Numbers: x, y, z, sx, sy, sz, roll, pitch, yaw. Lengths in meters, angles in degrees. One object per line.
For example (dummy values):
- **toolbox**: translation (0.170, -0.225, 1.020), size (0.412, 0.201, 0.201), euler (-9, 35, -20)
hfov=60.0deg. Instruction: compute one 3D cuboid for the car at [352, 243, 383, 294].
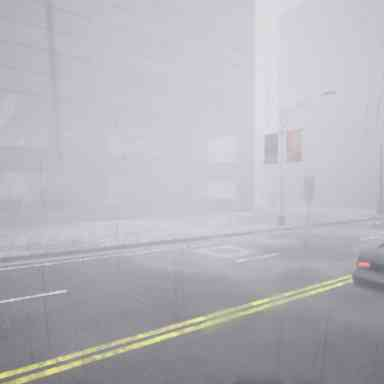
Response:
- **car**: translation (5.789, 1.487, 7.573), size (5.357, 1.411, 2.033), euler (-1, 0, -36)
